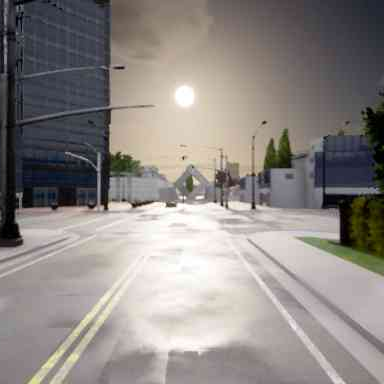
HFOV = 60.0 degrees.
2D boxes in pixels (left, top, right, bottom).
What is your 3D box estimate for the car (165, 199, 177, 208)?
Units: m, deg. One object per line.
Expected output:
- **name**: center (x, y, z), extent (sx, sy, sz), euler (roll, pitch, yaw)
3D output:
- **car**: center (-3.526, 1.975, 57.478), extent (2.033, 1.411, 5.357), euler (0, 0, 1)
